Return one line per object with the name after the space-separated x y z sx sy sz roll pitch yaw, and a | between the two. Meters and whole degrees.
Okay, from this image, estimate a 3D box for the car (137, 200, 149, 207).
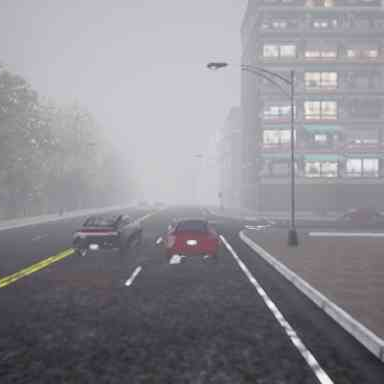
-9.812 2.321 67.204 1.895 1.301 4.718 0 -1 0 | car

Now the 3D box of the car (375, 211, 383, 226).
16.327 2.084 24.267 4.507 1.381 1.887 1 -1 0 | car

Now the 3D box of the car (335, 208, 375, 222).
16.269 2.208 32.613 4.206 1.307 1.802 1 -1 0 | car

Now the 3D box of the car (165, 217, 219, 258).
0.012 1.706 13.323 1.994 1.385 4.181 0 -1 1 | car

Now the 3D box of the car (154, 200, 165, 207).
-6.564 2.322 67.221 1.895 1.301 4.718 0 -1 0 | car

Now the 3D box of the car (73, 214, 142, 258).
-3.237 1.636 13.492 2.128 1.511 4.902 0 0 1 | car
